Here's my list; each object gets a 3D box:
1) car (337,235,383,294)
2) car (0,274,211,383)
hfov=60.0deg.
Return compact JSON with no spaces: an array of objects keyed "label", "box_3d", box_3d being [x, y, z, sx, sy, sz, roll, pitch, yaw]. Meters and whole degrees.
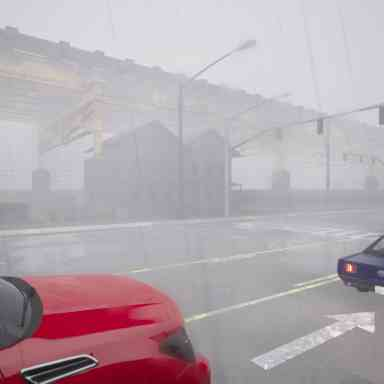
[{"label":"car","box_3d":[5.462,1.601,7.639,4.718,1.301,1.895,0,0,-35]},{"label":"car","box_3d":[-2.492,1.221,1.968,5.566,2.045,2.150,0,0,-36]}]
